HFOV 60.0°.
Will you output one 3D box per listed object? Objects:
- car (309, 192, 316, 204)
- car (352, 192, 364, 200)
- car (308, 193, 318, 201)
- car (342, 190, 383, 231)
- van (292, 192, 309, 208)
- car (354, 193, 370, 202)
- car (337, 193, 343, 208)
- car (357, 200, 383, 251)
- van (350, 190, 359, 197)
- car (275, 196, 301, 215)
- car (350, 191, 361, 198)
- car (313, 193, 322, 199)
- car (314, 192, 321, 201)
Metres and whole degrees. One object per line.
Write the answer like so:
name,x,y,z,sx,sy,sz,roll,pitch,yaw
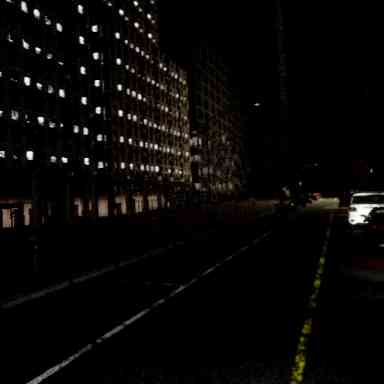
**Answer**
car,18.483,1.239,53.836,2.008,1.369,4.403,-3,-1,24
car,32.974,0.730,66.045,1.887,1.381,4.507,-3,-1,24
car,25.238,1.064,69.254,1.752,1.417,4.829,-3,-1,24
car,9.900,0.966,18.469,2.150,2.045,5.566,-3,-1,28
van,13.925,1.131,43.456,1.690,1.788,3.998,-3,-1,24
car,28.425,0.837,55.663,2.008,1.369,4.403,-3,-1,24
car,18.211,1.135,38.981,1.994,1.385,4.181,-3,-1,24
car,7.678,1.265,12.775,1.882,1.535,5.008,-3,-1,24
van,39.790,0.375,81.620,1.690,1.788,3.998,-3,-1,24
car,9.315,1.417,32.915,1.752,1.417,4.829,-3,-1,24
car,37.524,0.629,76.428,1.887,1.381,4.507,-3,-1,24
car,32.132,0.951,84.983,1.947,1.339,4.313,-3,-1,24
car,23.022,0.902,64.220,2.192,1.841,5.009,-3,-1,24
